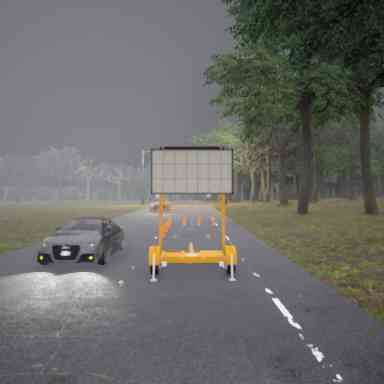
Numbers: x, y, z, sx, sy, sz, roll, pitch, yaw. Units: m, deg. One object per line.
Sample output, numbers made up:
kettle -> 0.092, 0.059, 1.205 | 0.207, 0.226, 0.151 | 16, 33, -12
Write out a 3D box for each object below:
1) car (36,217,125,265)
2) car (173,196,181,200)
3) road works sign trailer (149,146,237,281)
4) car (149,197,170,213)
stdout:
car -> -3.613, 1.570, 11.508 | 1.994, 1.385, 4.181 | 0, 0, 0
car -> -3.594, 1.485, 78.964 | 1.812, 1.442, 4.674 | 0, -1, 0
road works sign trailer -> 0.000, 0.469, 9.822 | 2.380, 3.560, 2.880 | 0, 0, -1
car -> -3.645, 1.393, 38.039 | 2.097, 1.767, 4.553 | 0, 0, 0
